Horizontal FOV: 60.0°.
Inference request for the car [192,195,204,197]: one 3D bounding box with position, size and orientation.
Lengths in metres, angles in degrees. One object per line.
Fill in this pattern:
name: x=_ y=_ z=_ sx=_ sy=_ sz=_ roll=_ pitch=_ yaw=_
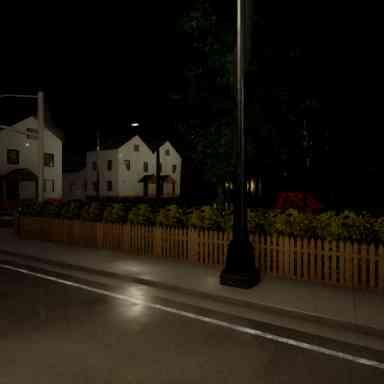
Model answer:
car: x=0.728 y=1.351 z=53.416 sx=2.097 sy=1.767 sz=4.553 roll=0 pitch=0 yaw=35
